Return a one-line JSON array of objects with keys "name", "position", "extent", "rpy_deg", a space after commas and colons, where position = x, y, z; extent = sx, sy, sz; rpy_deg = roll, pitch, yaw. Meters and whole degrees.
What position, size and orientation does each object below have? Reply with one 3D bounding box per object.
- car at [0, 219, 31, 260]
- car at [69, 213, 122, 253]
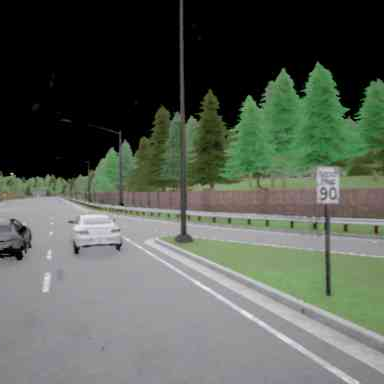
[{"name": "car", "position": [-7.314, 1.694, 12.644], "extent": [1.994, 1.385, 4.181], "rpy_deg": [0, 0, -22]}, {"name": "car", "position": [-4.245, 1.633, 14.395], "extent": [1.812, 1.442, 4.674], "rpy_deg": [0, 0, -22]}]
